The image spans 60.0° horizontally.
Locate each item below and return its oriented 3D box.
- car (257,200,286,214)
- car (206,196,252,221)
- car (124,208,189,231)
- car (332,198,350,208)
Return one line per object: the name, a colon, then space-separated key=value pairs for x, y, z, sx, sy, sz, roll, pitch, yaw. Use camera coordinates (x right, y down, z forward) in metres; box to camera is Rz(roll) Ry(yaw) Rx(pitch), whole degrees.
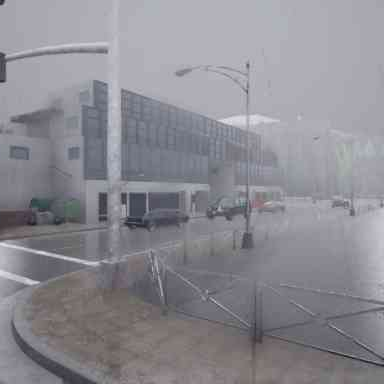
car: x=9.243 y=1.702 z=38.229 sx=1.812 sy=1.442 sz=4.674 roll=0 pitch=0 yaw=36
car: x=3.467 y=1.398 z=30.157 sx=2.150 sy=2.045 sz=5.566 roll=0 pitch=0 yaw=36
car: x=-2.265 y=1.777 z=22.128 sx=1.895 sy=1.301 sz=4.718 roll=0 pitch=0 yaw=36
car: x=22.774 y=1.681 z=50.861 sx=1.837 sy=1.490 sz=4.892 roll=0 pitch=0 yaw=36
